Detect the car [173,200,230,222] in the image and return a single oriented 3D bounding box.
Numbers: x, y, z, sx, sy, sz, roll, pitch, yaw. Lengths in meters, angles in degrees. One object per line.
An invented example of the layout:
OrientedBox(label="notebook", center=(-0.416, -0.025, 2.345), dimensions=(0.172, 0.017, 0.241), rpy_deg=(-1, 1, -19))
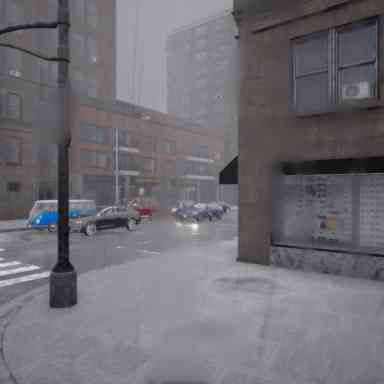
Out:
OrientedBox(label="car", center=(0.862, 1.551, 26.805), dimensions=(1.812, 1.442, 4.674), rpy_deg=(0, 0, 36))

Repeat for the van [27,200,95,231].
OrientedBox(label="van", center=(-7.604, 1.358, 19.812), dimensions=(1.690, 1.788, 3.998), rpy_deg=(0, 0, 36))

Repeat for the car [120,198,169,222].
OrientedBox(label="car", center=(-4.322, 1.337, 24.345), dimensions=(2.192, 1.841, 5.009), rpy_deg=(0, 0, 36))

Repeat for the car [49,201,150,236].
OrientedBox(label="car", center=(-5.006, 1.509, 18.699), dimensions=(2.128, 1.511, 4.902), rpy_deg=(0, 0, 36))

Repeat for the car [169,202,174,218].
OrientedBox(label="car", center=(-1.040, 1.466, 28.877), dimensions=(1.967, 1.590, 4.097), rpy_deg=(0, 0, 36))
